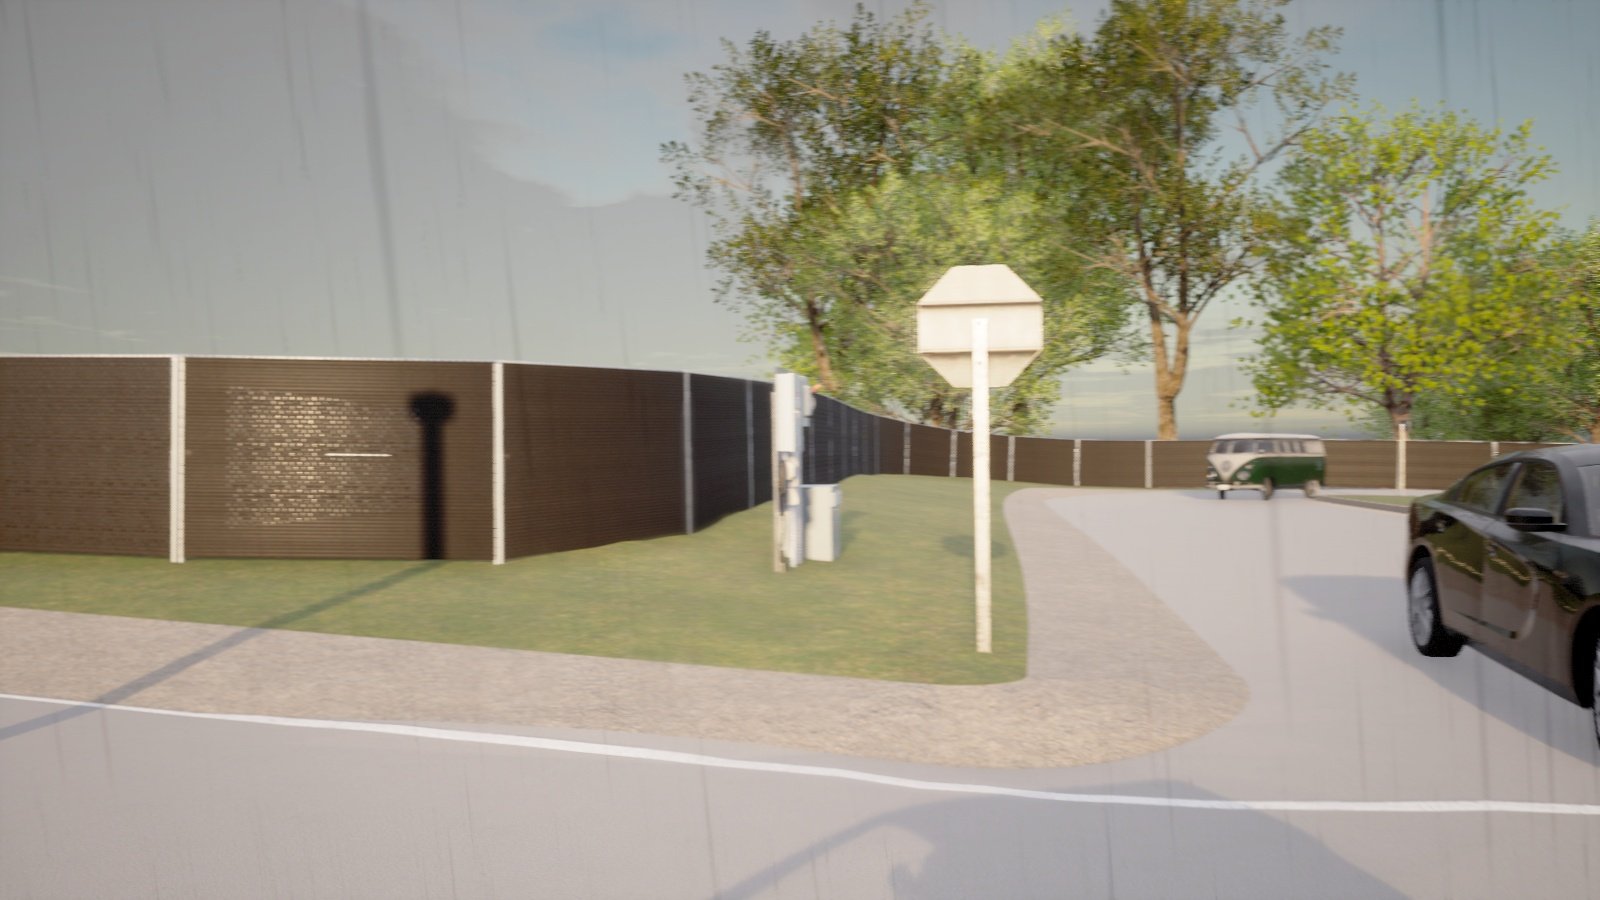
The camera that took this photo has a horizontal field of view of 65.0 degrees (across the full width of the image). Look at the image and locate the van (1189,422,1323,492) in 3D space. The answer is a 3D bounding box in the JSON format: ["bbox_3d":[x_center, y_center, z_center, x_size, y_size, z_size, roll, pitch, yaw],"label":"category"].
[{"bbox_3d":[13.813,0.190,37.908,4.442,1.987,1.775,-1,-1,-41],"label":"van"}]

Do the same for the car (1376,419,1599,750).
[{"bbox_3d":[4.970,0.591,7.251,1.882,1.535,5.008,-1,1,12],"label":"car"}]
